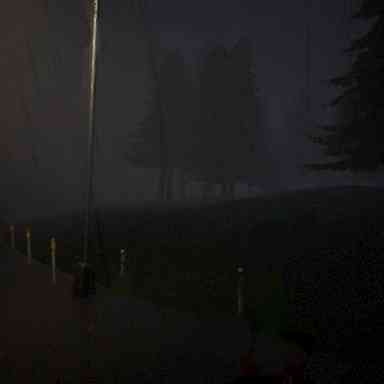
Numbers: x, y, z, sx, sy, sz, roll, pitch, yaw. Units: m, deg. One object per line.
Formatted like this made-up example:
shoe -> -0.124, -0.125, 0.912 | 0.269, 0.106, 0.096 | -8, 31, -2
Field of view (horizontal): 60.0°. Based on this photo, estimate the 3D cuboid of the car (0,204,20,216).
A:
car -> -22.320, 2.067, 39.134 | 2.033, 1.411, 5.357 | 3, -1, -4
